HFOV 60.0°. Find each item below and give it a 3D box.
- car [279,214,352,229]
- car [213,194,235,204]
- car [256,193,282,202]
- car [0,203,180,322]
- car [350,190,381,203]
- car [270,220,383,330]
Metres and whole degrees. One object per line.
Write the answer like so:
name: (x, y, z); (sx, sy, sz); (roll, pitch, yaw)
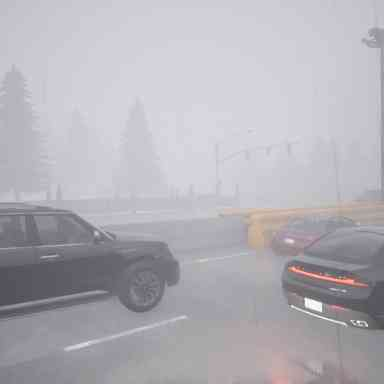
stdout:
car: (4.627, 1.440, 11.339); (4.181, 1.385, 1.994); (-1, 1, -35)
car: (4.738, 1.024, 50.124); (2.128, 1.511, 4.902); (-1, 1, -35)
car: (13.021, 0.875, 56.817); (1.837, 1.490, 4.892); (-1, 1, -35)
car: (-2.903, 1.217, 5.974); (5.566, 2.045, 2.150); (0, 0, -36)
car: (15.491, 0.817, 27.865); (5.566, 2.045, 2.150); (-1, 1, -35)
car: (3.817, 1.434, 6.471); (4.892, 1.490, 1.837); (-1, 1, -35)
